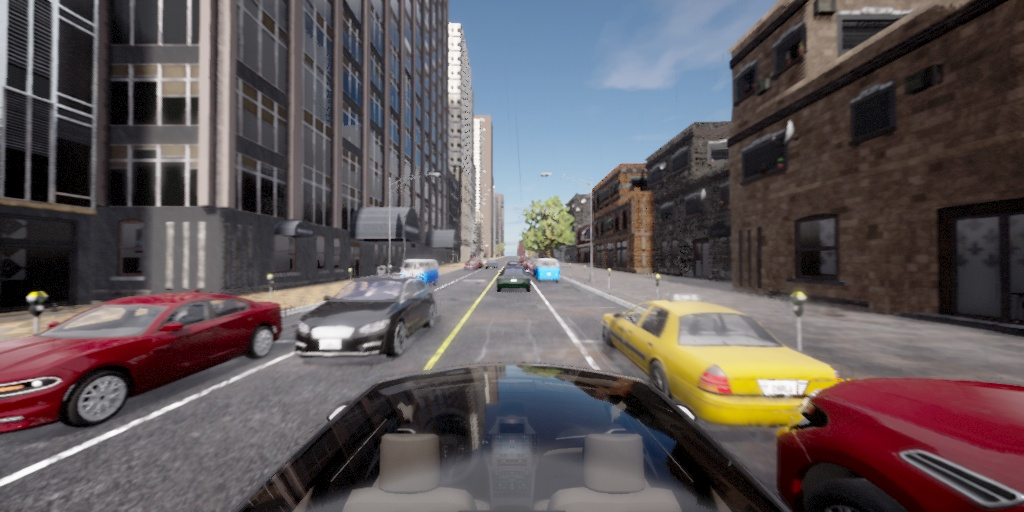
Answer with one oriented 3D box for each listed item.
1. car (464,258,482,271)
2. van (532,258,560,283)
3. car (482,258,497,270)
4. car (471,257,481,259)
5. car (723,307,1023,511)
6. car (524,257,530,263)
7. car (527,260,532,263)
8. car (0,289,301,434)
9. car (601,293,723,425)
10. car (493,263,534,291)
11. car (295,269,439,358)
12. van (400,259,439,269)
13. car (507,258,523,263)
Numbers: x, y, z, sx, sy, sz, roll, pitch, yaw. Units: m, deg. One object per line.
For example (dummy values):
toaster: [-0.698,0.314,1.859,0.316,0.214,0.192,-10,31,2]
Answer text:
car: [-5.698,1.313,50.086,1.802,1.307,4.207,0,0,0]
van: [2.687,1.088,27.903,1.690,1.789,3.998,0,0,0]
car: [-3.010,1.295,53.827,2.033,1.411,5.357,0,0,0]
car: [-5.699,1.040,55.632,2.192,1.841,5.009,0,0,0]
car: [2.693,1.064,0.170,2.192,1.841,5.009,0,0,0]
car: [2.685,1.180,38.996,1.967,1.591,4.097,0,0,0]
car: [2.686,1.310,33.450,1.948,1.339,4.313,0,0,0]
car: [-5.689,1.296,5.714,1.888,1.381,4.507,0,0,0]
car: [2.692,1.277,5.887,1.751,1.417,4.829,0,0,0]
car: [0.095,1.313,21.840,1.994,1.385,4.181,0,0,0]
car: [-3.101,1.243,8.578,2.128,1.511,4.902,0,0,0]
van: [-5.692,1.090,22.354,1.690,1.789,3.998,0,0,0]
car: [0.094,1.263,43.032,1.812,1.442,4.674,0,0,0]
